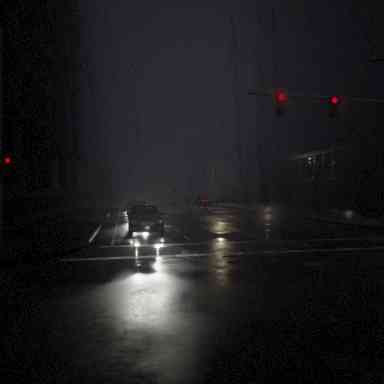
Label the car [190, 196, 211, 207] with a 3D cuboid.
[{"bbox_3d":[1.592,1.491,51.423,2.128,1.511,4.902,0,0,-11],"label":"car"}]

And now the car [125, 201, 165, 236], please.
[{"bbox_3d":[-2.659,1.492,18.745,2.128,1.511,4.902,0,0,-11],"label":"car"}]

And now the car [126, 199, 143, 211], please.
[{"bbox_3d":[-7.128,1.601,40.916,1.895,1.301,4.718,0,0,-11],"label":"car"}]

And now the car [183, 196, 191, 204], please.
[{"bbox_3d":[-0.470,1.526,61.359,1.812,1.442,4.674,0,0,-11],"label":"car"}]
